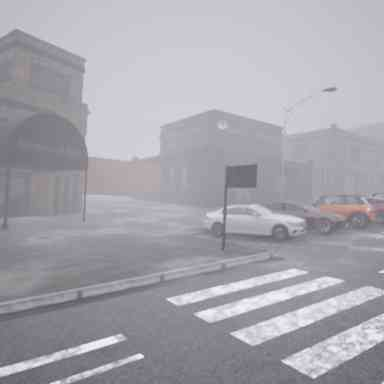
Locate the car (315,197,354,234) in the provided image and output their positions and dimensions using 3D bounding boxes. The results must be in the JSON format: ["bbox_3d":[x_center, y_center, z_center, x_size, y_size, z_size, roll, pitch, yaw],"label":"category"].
[{"bbox_3d":[5.129,1.182,16.598,4.792,1.488,2.163,-1,0,34],"label":"car"}]

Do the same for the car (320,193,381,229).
[{"bbox_3d":[7.517,0.954,18.313,4.553,1.767,2.185,-1,0,34],"label":"car"}]

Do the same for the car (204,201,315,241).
[{"bbox_3d":[2.709,1.267,14.891,4.674,1.452,2.002,-1,0,34],"label":"car"}]

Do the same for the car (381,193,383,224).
[{"bbox_3d":[9.868,1.037,20.069,4.792,1.488,2.163,-1,1,34],"label":"car"}]
